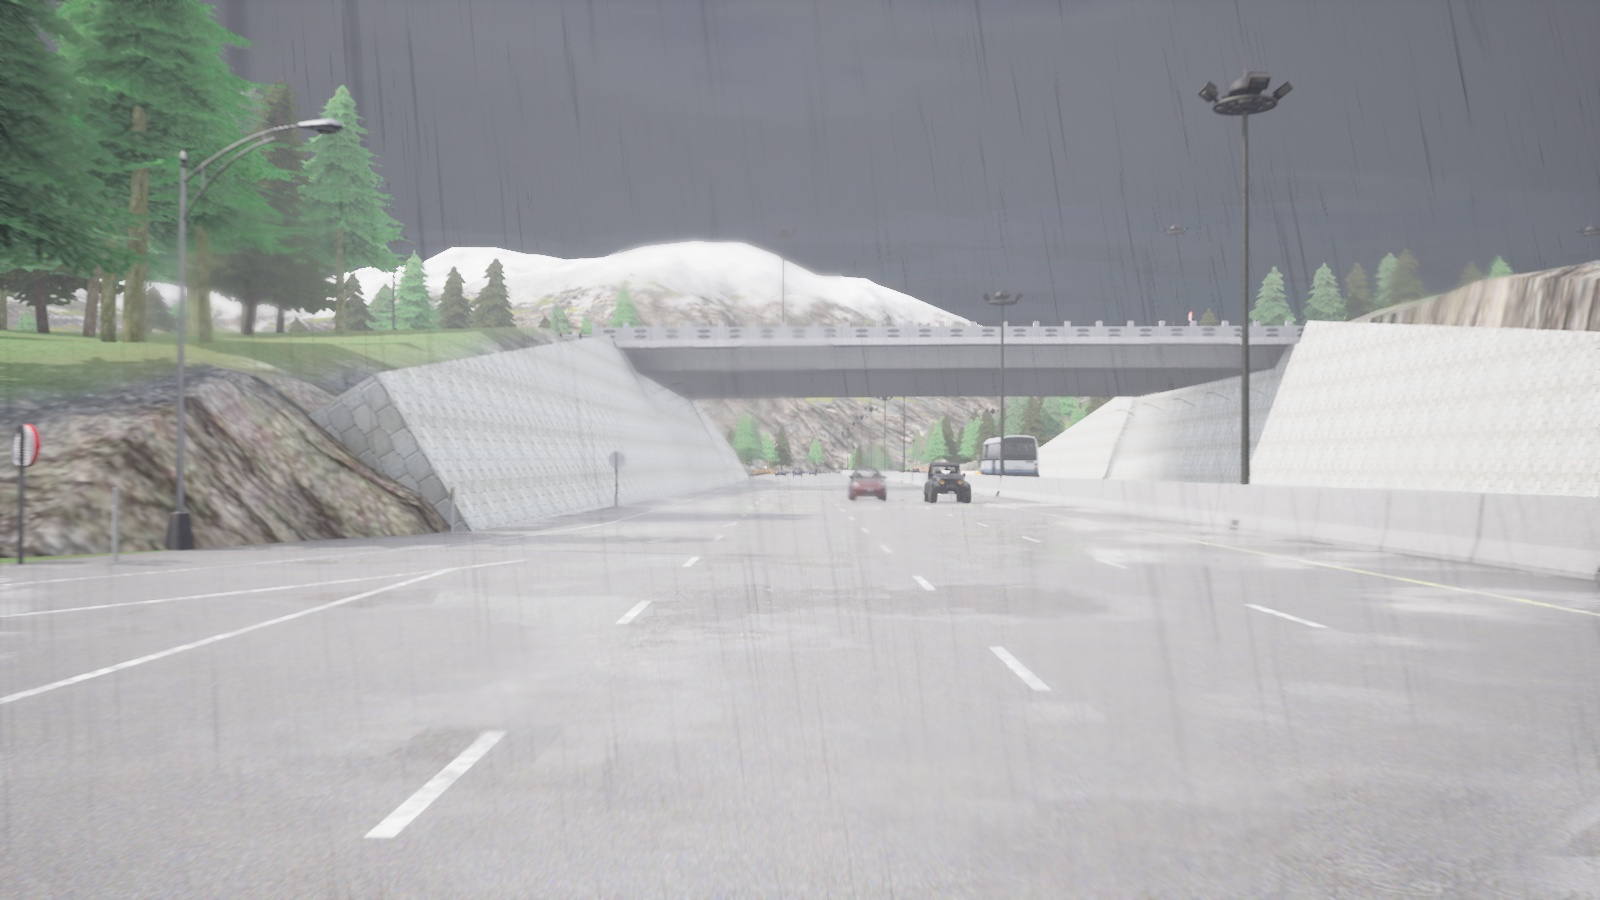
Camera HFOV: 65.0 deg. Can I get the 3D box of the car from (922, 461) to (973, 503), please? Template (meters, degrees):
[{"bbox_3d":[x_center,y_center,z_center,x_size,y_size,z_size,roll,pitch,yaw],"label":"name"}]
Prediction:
[{"bbox_3d":[6.859,1.462,58.702,1.905,1.878,3.866,0,-1,0],"label":"car"}]

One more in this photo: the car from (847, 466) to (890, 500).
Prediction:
[{"bbox_3d":[3.351,1.626,61.928,1.851,1.617,3.988,0,-1,0],"label":"car"}]
